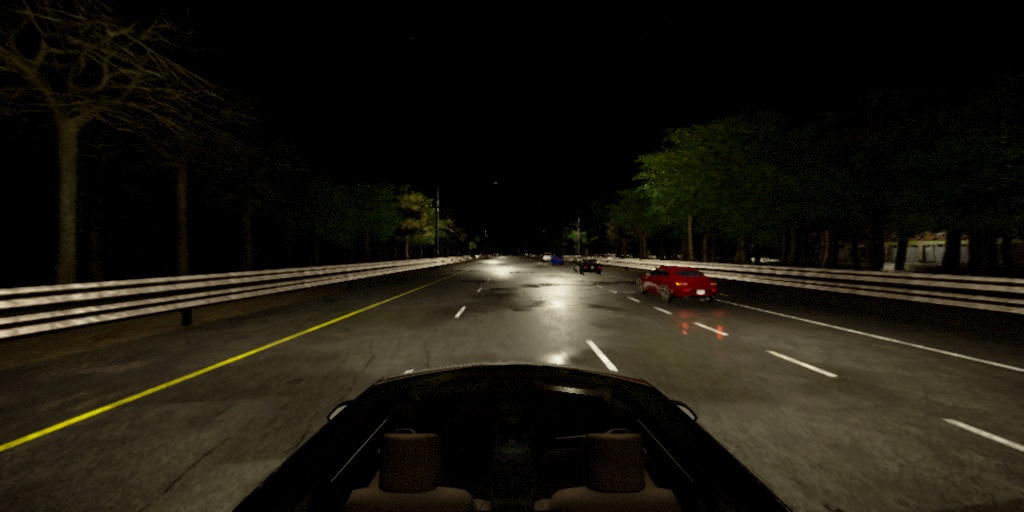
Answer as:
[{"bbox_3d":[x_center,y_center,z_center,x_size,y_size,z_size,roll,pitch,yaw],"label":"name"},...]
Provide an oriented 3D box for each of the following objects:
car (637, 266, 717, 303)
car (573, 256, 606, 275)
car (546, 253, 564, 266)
[{"bbox_3d":[7.000,1.154,15.595,1.812,1.442,4.674,0,0,0],"label":"car"},{"bbox_3d":[6.996,1.010,33.670,2.033,1.411,5.357,0,1,0],"label":"car"},{"bbox_3d":[6.994,0.731,56.662,1.882,1.535,5.008,0,0,0],"label":"car"}]
